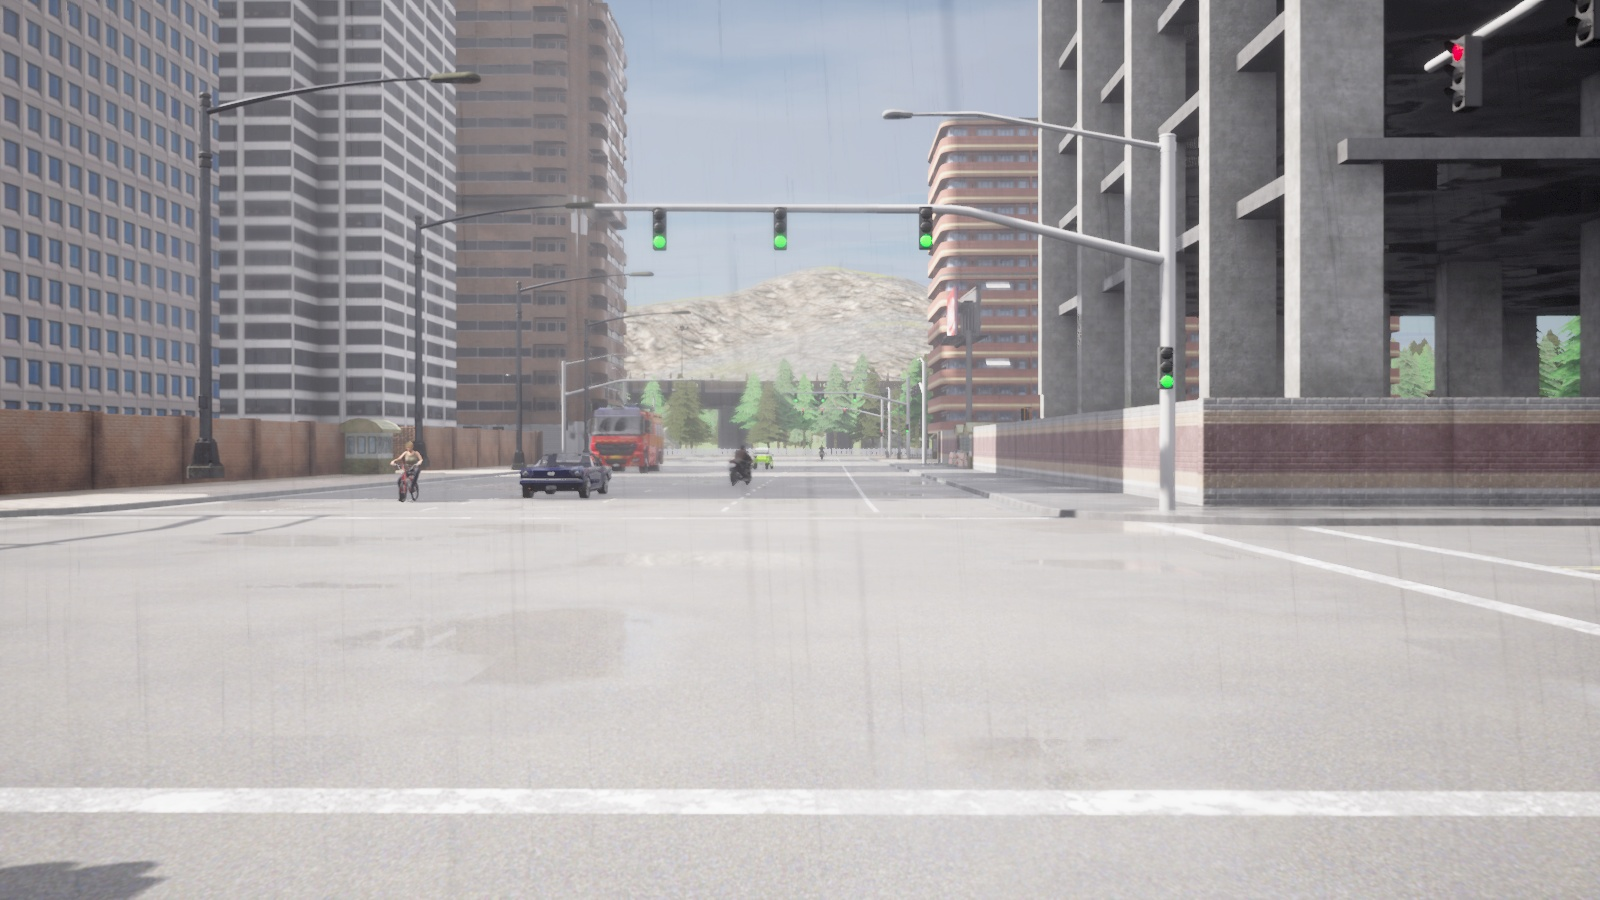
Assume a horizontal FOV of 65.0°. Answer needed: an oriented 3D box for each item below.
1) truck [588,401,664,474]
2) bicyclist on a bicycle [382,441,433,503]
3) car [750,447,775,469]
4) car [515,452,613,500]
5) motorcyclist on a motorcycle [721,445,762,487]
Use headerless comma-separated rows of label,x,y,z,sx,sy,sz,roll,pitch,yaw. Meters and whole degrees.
truck,-9.624,-0.670,70.207,2.891,3.827,8.468,0,0,1
bicyclist on a bicycle,-10.437,0.558,33.462,0.866,1.612,1.509,0,0,1
car,-2.404,0.521,79.936,1.481,1.376,2.207,0,1,1
car,-6.869,0.712,37.057,1.895,1.301,4.718,0,0,1
motorcyclist on a motorcycle,-2.141,0.565,46.556,0.797,1.523,2.044,0,0,19
